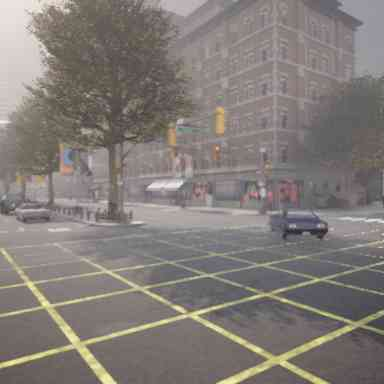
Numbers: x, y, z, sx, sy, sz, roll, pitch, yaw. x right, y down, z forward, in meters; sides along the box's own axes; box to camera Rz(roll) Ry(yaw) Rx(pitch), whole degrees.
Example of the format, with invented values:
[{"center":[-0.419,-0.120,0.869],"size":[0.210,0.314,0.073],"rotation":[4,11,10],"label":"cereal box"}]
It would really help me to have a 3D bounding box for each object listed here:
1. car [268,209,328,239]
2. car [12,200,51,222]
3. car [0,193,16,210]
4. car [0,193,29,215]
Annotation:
[{"center":[5.097,1.498,16.623],"size":[1.895,1.301,4.718],"rotation":[0,0,4],"label":"car"},{"center":[-12.485,1.565,26.069],"size":[1.895,1.301,4.718],"rotation":[-1,0,-35],"label":"car"},{"center":[-24.229,1.185,42.768],"size":[2.150,2.045,5.566],"rotation":[-1,0,-35],"label":"car"},{"center":[-18.112,1.186,34.053],"size":[2.150,2.045,5.566],"rotation":[-1,0,-35],"label":"car"}]
